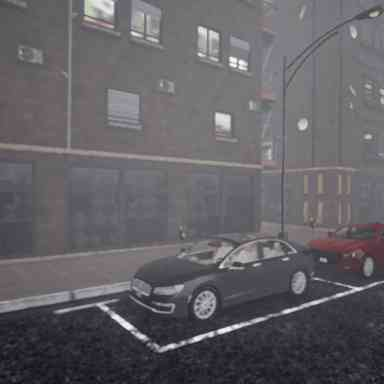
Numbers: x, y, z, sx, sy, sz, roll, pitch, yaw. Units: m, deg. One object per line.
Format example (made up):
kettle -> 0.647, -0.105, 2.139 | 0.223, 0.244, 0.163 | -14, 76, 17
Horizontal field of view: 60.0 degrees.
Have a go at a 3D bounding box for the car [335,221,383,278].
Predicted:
car -> 5.434, 1.642, 10.431 | 4.507, 1.381, 1.887 | 1, 0, -35

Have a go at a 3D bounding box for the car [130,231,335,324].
car -> 0.845, 1.595, 7.159 | 4.403, 1.369, 2.008 | 1, 0, -35
